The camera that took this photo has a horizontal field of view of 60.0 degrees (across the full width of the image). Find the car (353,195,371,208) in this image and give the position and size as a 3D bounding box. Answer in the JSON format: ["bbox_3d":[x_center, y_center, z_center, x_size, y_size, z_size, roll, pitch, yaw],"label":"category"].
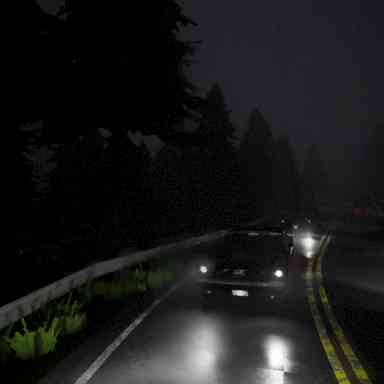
[{"bbox_3d":[20.612,1.056,40.247,2.128,1.511,4.902,-2,0,28],"label":"car"}]

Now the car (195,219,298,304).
[{"bbox_3d":[1.582,1.598,8.416,1.895,1.301,4.718,-1,0,18],"label":"car"}]

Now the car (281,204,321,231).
[{"bbox_3d":[6.660,1.459,20.058,2.033,1.411,5.357,-2,0,26],"label":"car"}]
